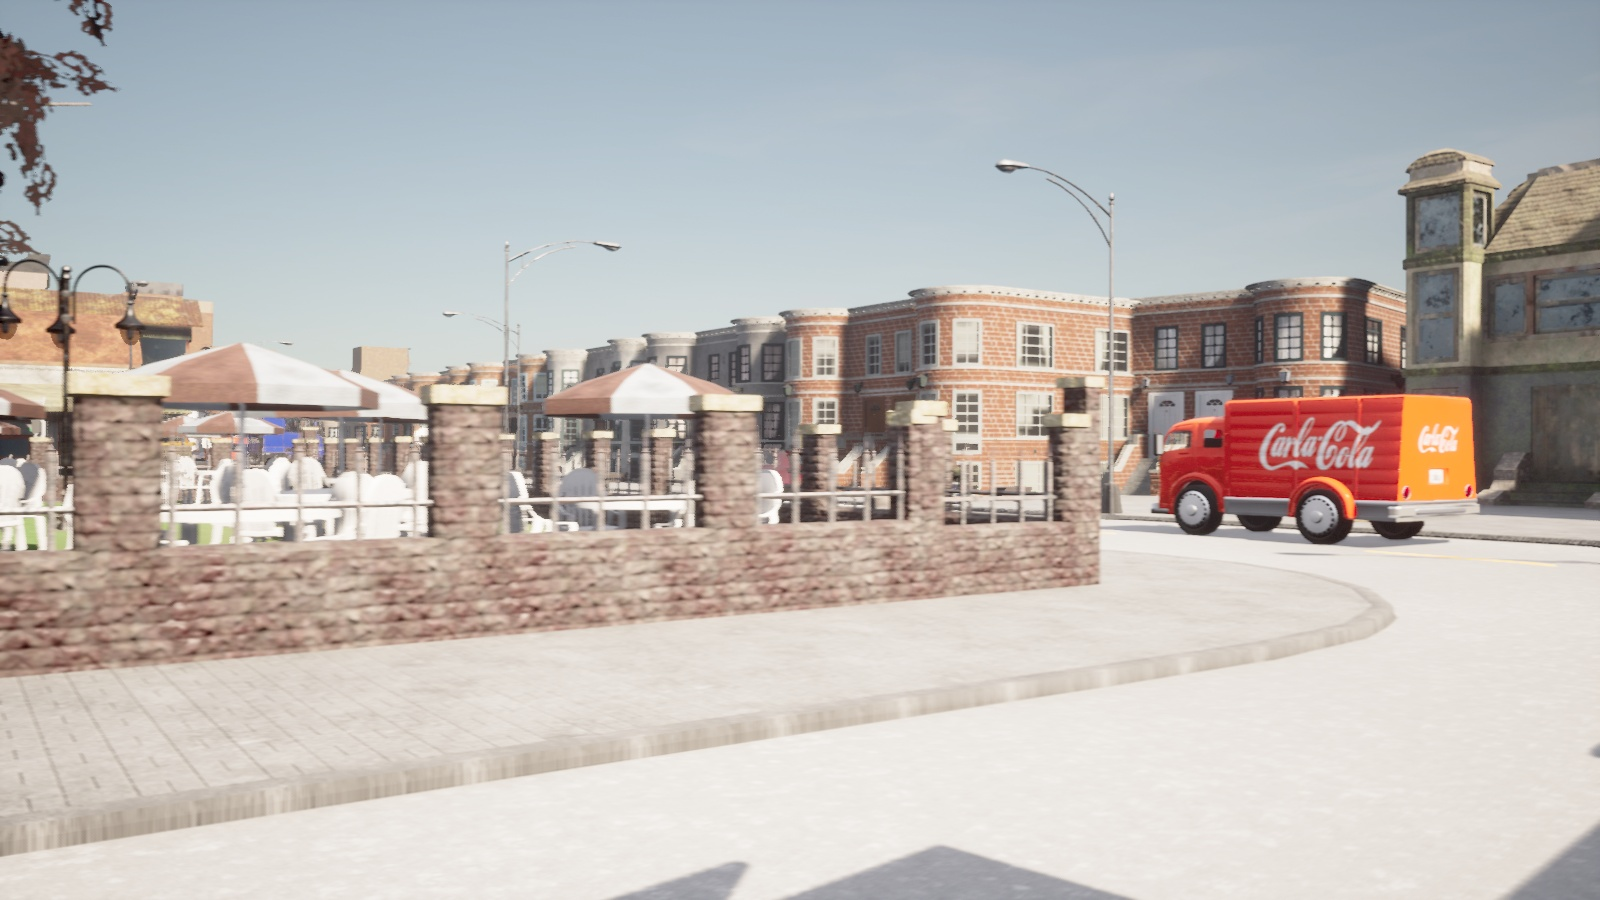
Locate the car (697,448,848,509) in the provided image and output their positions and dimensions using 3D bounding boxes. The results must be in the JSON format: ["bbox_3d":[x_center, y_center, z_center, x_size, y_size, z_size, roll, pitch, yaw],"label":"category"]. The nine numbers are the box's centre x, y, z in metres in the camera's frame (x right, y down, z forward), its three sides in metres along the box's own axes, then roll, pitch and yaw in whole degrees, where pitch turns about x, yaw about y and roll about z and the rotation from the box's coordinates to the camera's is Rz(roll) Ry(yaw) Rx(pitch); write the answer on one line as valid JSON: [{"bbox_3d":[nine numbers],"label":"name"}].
[{"bbox_3d":[-0.876,0.765,36.199,2.033,1.649,4.856,0,0,-35],"label":"car"}]

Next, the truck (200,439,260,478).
[{"bbox_3d":[-36.723,0.534,80.852,2.627,2.467,5.204,0,0,-35],"label":"truck"}]

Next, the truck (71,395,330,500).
[{"bbox_3d":[-21.188,-0.083,44.633,7.936,3.462,2.891,0,0,-35],"label":"truck"}]

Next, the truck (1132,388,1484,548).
[{"bbox_3d":[8.810,0.291,22.295,2.627,2.467,5.204,0,0,-34],"label":"truck"}]
